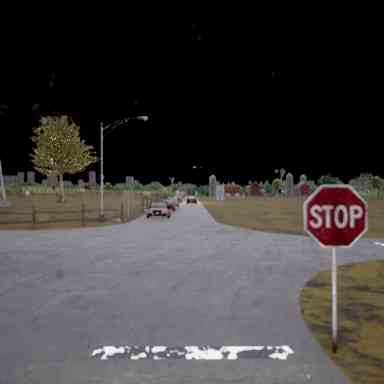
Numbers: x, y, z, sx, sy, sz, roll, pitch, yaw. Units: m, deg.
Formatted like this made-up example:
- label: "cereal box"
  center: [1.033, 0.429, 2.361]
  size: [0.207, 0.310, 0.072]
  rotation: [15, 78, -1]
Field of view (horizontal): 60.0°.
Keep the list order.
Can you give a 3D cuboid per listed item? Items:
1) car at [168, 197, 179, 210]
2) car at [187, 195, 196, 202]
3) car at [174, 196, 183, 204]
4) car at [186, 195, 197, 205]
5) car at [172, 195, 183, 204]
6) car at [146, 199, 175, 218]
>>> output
- label: "car"
  center: [-2.875, 1.609, 39.501]
  size: [1.895, 1.301, 4.718]
  rotation: [0, 0, 0]
- label: "car"
  center: [-0.072, 1.430, 71.321]
  size: [1.994, 1.385, 4.181]
  rotation: [0, 0, 0]
- label: "car"
  center: [-2.880, 1.507, 49.856]
  size: [2.128, 1.511, 4.902]
  rotation: [0, 0, 1]
- label: "car"
  center: [-0.061, 1.506, 60.894]
  size: [1.882, 1.535, 5.008]
  rotation: [0, 0, 0]
- label: "car"
  center: [-2.816, 1.431, 65.481]
  size: [1.882, 1.535, 5.008]
  rotation: [0, 0, 0]
- label: "car"
  center: [-2.866, 1.569, 29.582]
  size: [1.994, 1.385, 4.181]
  rotation: [0, 0, 0]
